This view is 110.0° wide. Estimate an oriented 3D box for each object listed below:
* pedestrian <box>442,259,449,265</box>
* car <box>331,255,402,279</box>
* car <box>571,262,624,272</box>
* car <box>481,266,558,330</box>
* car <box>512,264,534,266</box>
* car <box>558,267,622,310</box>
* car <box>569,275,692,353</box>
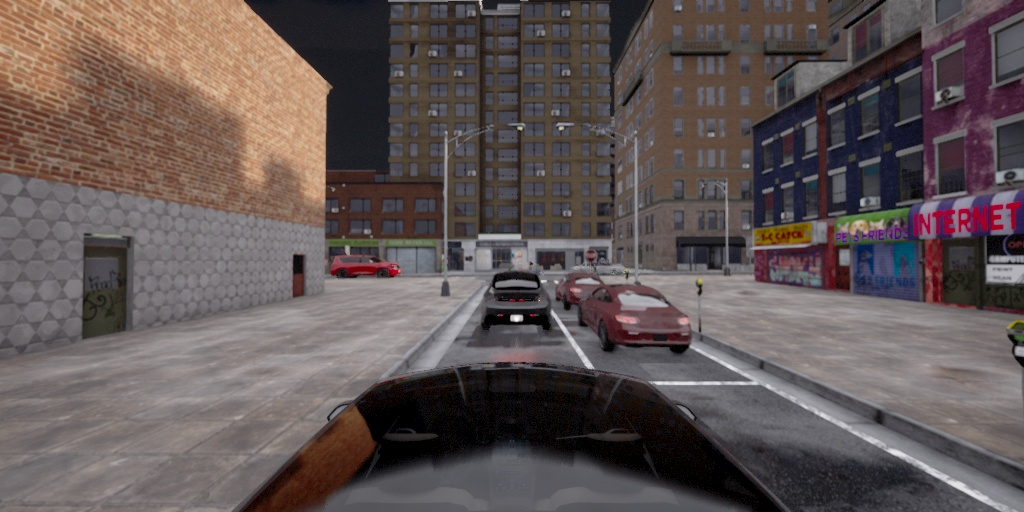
[{"bbox_3d":[-6.721,0.891,36.052,0.375,1.860,0.375,0,0,0],"label":"pedestrian"},{"bbox_3d":[-12.260,0.948,30.230,5.566,2.045,2.150,-1,-1,0],"label":"car"},{"bbox_3d":[7.694,1.168,33.032,4.718,1.301,1.895,-1,-1,0],"label":"car"},{"bbox_3d":[0.119,1.216,10.984,1.837,1.490,4.892,0,0,0],"label":"car"},{"bbox_3d":[0.869,1.242,25.391,1.895,1.301,4.718,0,1,13],"label":"car"},{"bbox_3d":[2.675,1.280,13.946,1.802,1.307,4.207,0,0,0],"label":"car"},{"bbox_3d":[2.659,1.302,8.507,1.802,1.307,4.207,0,0,0],"label":"car"}]
